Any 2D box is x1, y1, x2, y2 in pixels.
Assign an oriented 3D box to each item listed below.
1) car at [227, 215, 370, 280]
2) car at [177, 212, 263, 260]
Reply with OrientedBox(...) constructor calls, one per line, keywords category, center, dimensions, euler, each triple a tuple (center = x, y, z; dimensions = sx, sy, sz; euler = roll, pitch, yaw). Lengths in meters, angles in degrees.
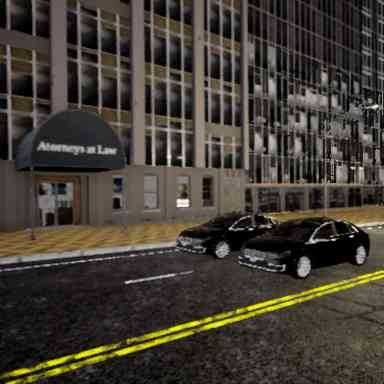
OrientedBox(category="car", center=(3.595, 1.569, 10.246), dimensions=(4.892, 1.490, 1.837), euler=(0, 0, -36))
OrientedBox(category="car", center=(1.697, 1.573, 12.884), dimensions=(4.892, 1.490, 1.837), euler=(0, 0, -36))
